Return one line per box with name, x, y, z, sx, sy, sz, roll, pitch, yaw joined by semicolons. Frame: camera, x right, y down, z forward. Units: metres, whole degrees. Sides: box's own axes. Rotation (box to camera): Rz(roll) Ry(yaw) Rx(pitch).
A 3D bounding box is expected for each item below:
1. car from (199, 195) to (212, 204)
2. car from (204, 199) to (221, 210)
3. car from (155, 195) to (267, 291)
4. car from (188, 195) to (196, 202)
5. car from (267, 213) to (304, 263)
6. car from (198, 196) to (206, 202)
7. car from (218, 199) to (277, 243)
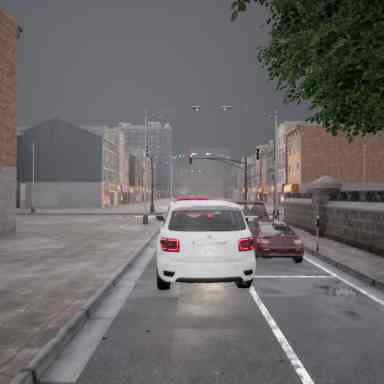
car;2.605;1.439;65.352;2.192;1.841;5.009;1;0;0
car;2.617;1.604;43.602;1.887;1.381;4.507;1;0;0
car;0.174;1.225;9.233;2.150;2.045;5.566;0;0;-4
car;-0.052;1.552;83.791;2.097;1.767;4.553;0;0;0
car;2.636;1.588;11.723;1.802;1.307;4.206;1;0;0
car;2.590;1.763;87.101;2.008;1.369;4.403;0;0;0
car;2.636;1.326;17.172;2.192;1.841;5.009;1;0;0
